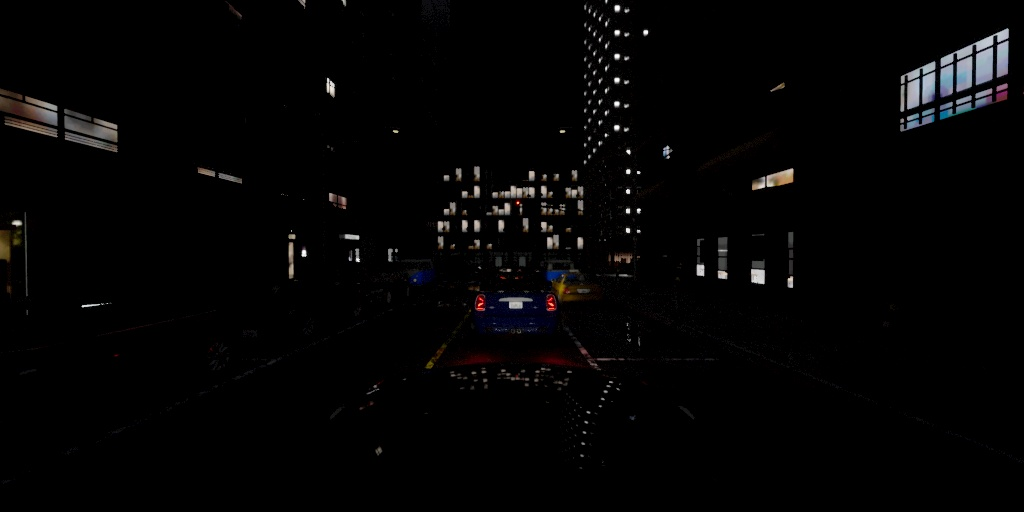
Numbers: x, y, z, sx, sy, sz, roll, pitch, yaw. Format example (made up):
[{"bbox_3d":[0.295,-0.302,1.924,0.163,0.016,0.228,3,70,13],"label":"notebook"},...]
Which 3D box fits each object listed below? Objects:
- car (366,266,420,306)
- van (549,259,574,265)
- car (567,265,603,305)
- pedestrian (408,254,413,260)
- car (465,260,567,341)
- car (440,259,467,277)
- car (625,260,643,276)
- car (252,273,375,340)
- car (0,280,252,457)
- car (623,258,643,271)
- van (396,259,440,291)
[{"bbox_3d":[-5.691,1.297,15.574,2.007,1.370,4.403,0,0,0],"label":"car"},{"bbox_3d":[2.689,1.086,21.148,1.690,1.789,3.998,0,0,0],"label":"van"},{"bbox_3d":[2.690,1.272,15.716,1.751,1.417,4.829,0,0,0],"label":"car"},{"bbox_3d":[-12.394,0.635,43.577,0.375,1.860,0.375,0,1,0],"label":"pedestrian"},{"bbox_3d":[0.085,1.100,10.014,2.097,1.767,4.553,0,0,0],"label":"car"},{"bbox_3d":[-4.991,1.099,34.803,4.553,1.767,2.097,0,1,0],"label":"car"},{"bbox_3d":[14.674,1.369,37.890,4.181,1.385,1.994,0,1,0],"label":"car"},{"bbox_3d":[-5.691,1.314,9.972,1.948,1.339,4.313,0,0,0],"label":"car"},{"bbox_3d":[-5.691,1.189,4.371,1.967,1.591,4.097,0,0,0],"label":"car"},{"bbox_3d":[15.232,1.087,40.487,5.009,1.841,2.192,0,0,0],"label":"car"},{"bbox_3d":[-5.692,1.086,21.176,1.690,1.789,3.998,0,0,0],"label":"van"}]
